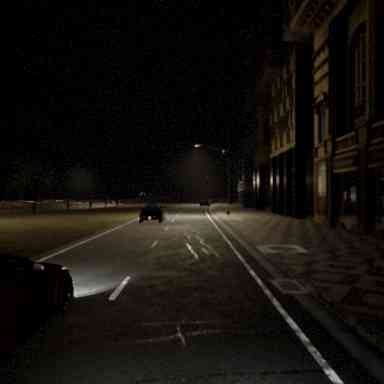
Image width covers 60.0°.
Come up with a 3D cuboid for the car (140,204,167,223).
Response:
[{"bbox_3d":[-3.374,1.835,28.948,1.837,1.490,4.892,0,-1,0],"label":"car"}]

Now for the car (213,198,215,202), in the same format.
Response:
[{"bbox_3d":[4.265,2.663,87.413,1.882,1.535,5.008,0,-1,7],"label":"car"}]

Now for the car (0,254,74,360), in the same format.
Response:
[{"bbox_3d":[-3.397,1.618,5.102,1.994,1.385,4.181,0,-1,0],"label":"car"}]

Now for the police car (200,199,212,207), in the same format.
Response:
[{"bbox_3d":[2.733,2.368,71.802,1.930,1.638,5.238,0,-1,5],"label":"police car"}]
